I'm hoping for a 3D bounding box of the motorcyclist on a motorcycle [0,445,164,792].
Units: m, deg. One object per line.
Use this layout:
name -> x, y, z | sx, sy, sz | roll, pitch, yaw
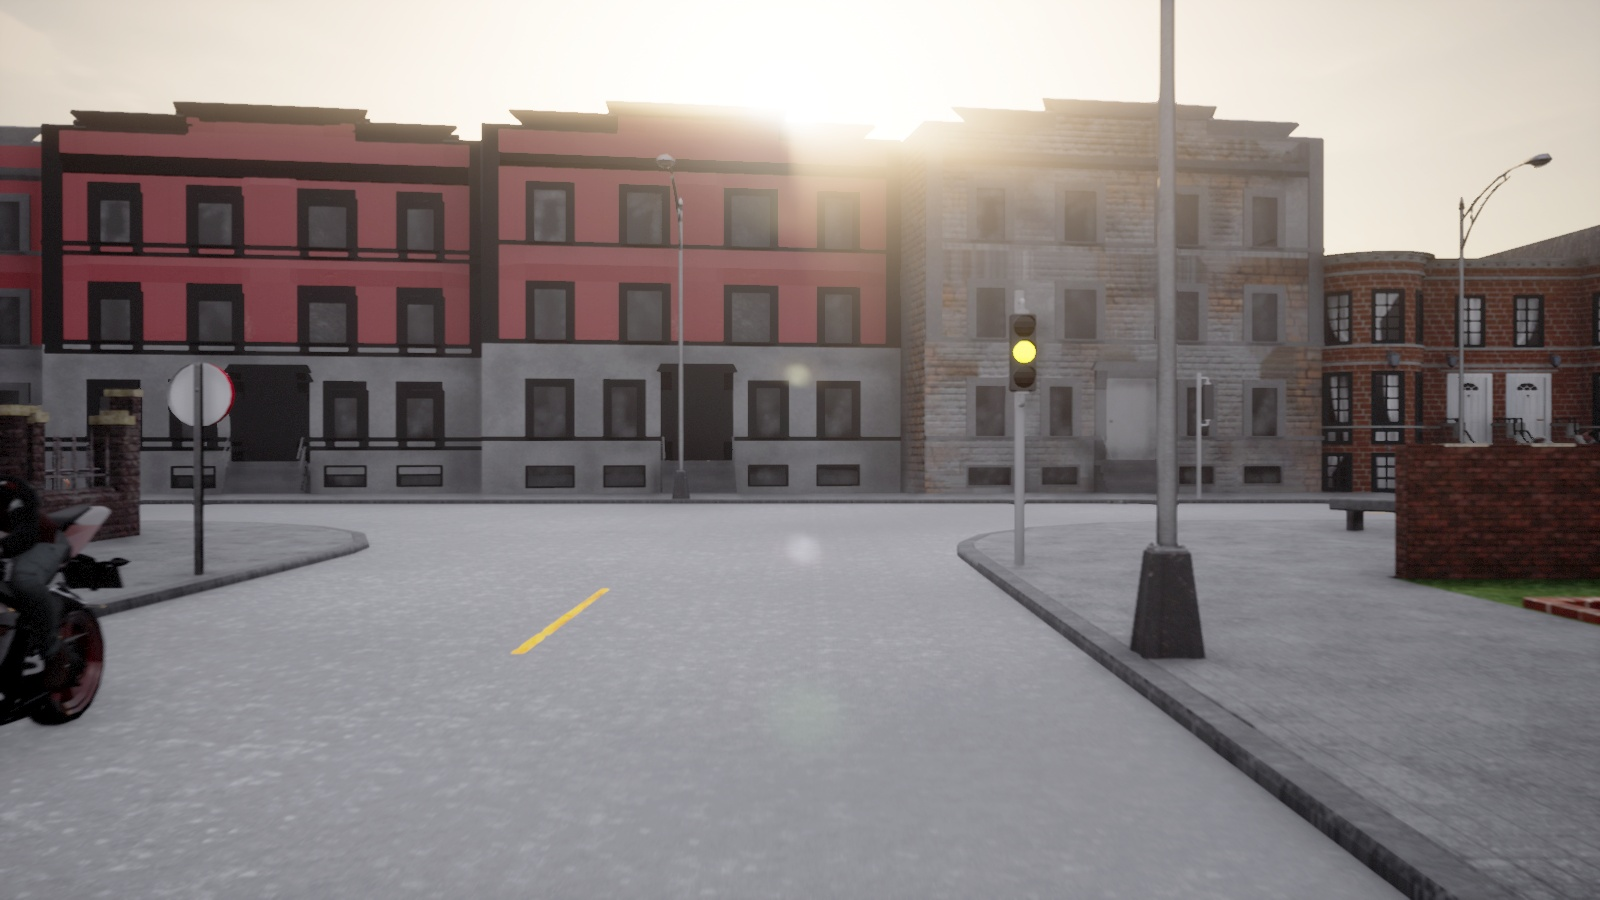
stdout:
motorcyclist on a motorcycle -> -3.971, 0.745, 5.910 | 0.866, 1.530, 2.191 | 0, 0, -1
